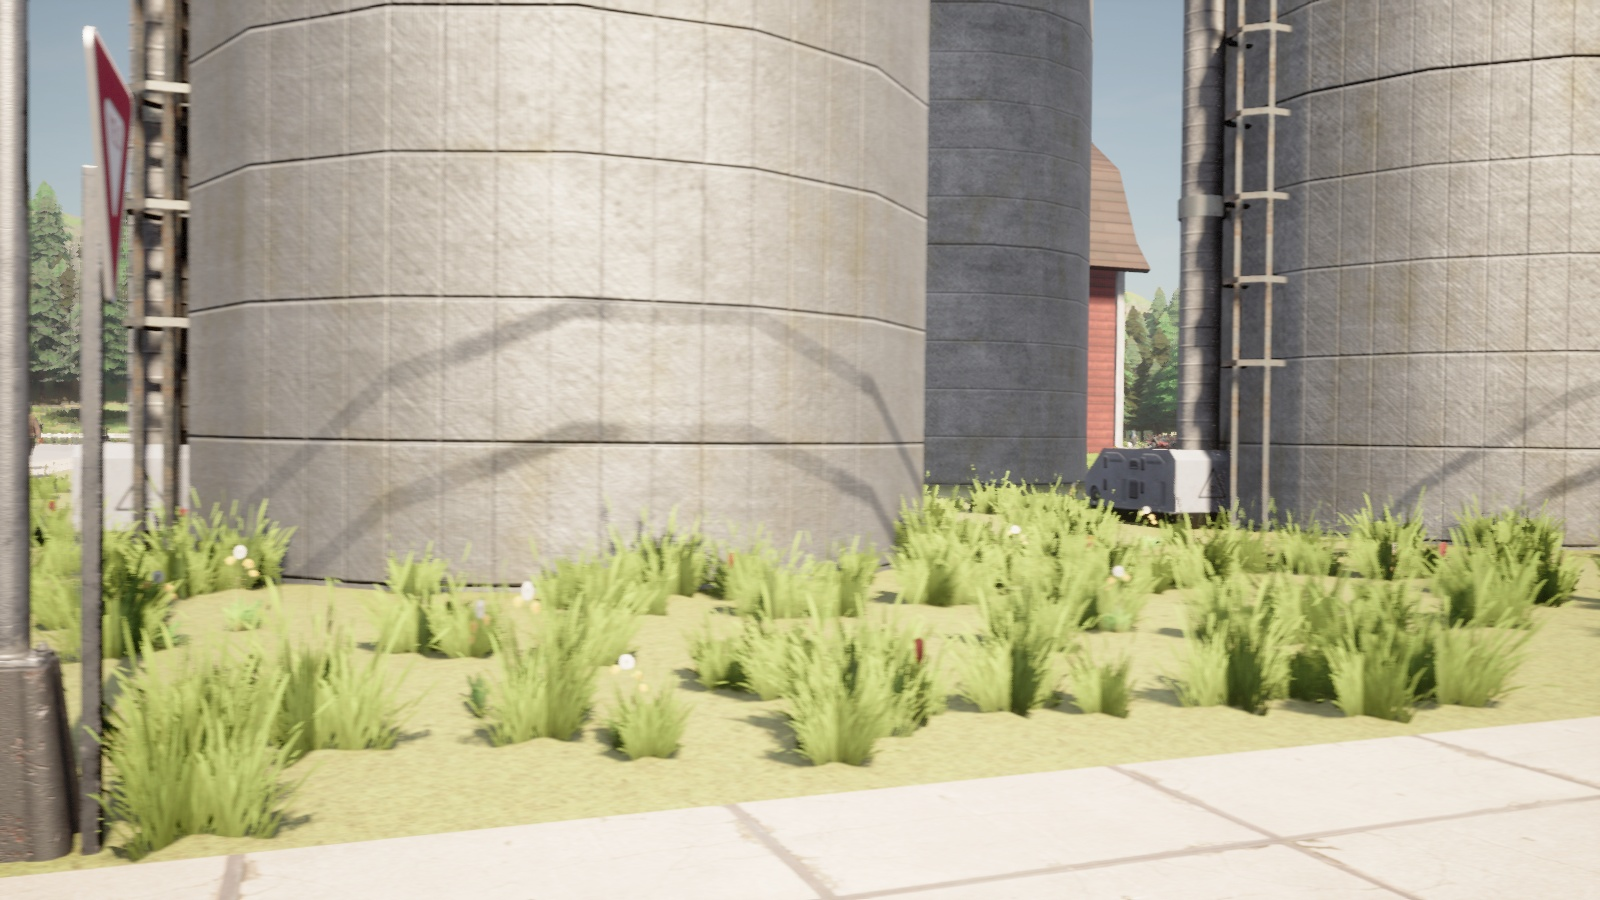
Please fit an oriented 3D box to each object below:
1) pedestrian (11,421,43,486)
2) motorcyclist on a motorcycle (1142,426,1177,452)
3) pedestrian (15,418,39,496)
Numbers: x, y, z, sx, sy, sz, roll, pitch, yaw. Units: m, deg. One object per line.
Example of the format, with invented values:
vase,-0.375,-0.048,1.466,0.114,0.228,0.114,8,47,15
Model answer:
pedestrian,-22.498,0.099,36.565,0.634,1.844,0.899,-1,1,-22
motorcyclist on a motorcycle,21.737,-0.653,76.028,0.866,1.530,2.191,-1,1,-22
pedestrian,-18.678,0.159,30.360,0.331,1.846,0.634,-1,1,-18
